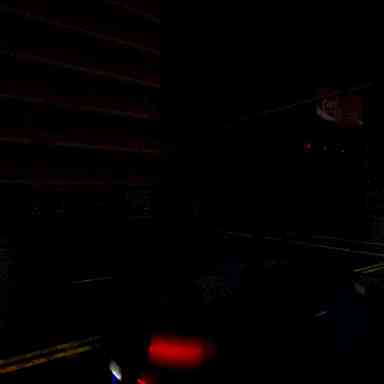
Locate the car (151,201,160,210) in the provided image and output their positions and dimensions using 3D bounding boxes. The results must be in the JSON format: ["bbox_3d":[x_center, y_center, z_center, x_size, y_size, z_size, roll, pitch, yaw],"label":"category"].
[{"bbox_3d":[-6.116,1.547,42.097,2.033,1.411,5.357,0,0,-36],"label":"car"}]

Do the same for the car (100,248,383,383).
[{"bbox_3d":[1.136,1.526,4.548,4.674,1.442,1.812,0,0,-36],"label":"car"}]
